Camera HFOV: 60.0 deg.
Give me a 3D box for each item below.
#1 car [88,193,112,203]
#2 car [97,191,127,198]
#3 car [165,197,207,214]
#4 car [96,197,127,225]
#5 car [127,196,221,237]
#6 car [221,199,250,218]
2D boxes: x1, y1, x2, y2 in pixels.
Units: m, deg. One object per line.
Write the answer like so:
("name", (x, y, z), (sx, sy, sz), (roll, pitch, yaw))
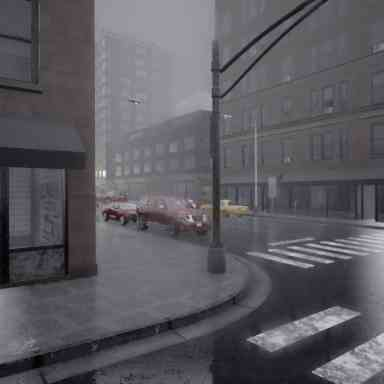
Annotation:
("car", (-13.495, 0.883, 48.748), (2.008, 1.369, 4.403), (1, 0, -36))
("car", (-10.280, 0.717, 44.304), (2.192, 1.841, 5.009), (1, 0, -36))
("car", (-0.647, 1.204, 30.978), (1.802, 1.307, 4.206), (1, 0, -36))
("car", (-4.348, 1.288, 21.548), (1.887, 1.381, 4.507), (1, 0, -36))
("car", (-1.132, 1.138, 17.106), (2.192, 1.841, 5.009), (1, 0, -36))
("car", (2.466, 1.222, 26.674), (1.752, 1.417, 4.829), (1, 0, -36))
